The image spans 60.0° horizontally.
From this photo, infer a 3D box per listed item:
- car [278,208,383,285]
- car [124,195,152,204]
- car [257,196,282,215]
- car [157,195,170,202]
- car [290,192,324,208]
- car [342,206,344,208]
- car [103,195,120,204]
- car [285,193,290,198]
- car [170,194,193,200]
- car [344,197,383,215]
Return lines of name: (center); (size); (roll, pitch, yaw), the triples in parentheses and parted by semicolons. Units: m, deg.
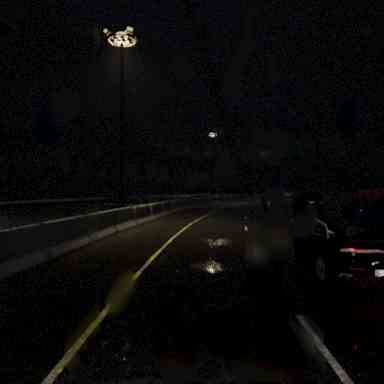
car: (4.041, 1.428, 9.219); (2.128, 1.511, 4.902); (0, 0, 4)
car: (-8.384, 1.132, 54.055); (2.033, 1.411, 5.357); (0, 0, 19)
car: (7.198, 1.132, 31.067); (2.097, 1.767, 4.553); (0, 0, 12)
car: (-4.177, 1.144, 55.447); (1.994, 1.385, 4.181); (0, 1, 20)
car: (10.619, 1.011, 30.519); (2.150, 2.045, 5.566); (0, 0, 12)
car: (13.250, 1.374, 26.092); (2.033, 1.411, 5.357); (0, 0, 11)
car: (-12.145, 1.127, 53.842); (2.033, 1.411, 5.357); (0, 0, 18)
car: (25.731, 0.855, 86.419); (1.801, 1.575, 5.366); (0, 1, 34)
car: (-1.221, 1.093, 53.319); (2.128, 1.511, 4.902); (0, 0, 19)
car: (7.758, 1.143, 12.051); (2.150, 2.045, 5.566); (0, 0, 5)
